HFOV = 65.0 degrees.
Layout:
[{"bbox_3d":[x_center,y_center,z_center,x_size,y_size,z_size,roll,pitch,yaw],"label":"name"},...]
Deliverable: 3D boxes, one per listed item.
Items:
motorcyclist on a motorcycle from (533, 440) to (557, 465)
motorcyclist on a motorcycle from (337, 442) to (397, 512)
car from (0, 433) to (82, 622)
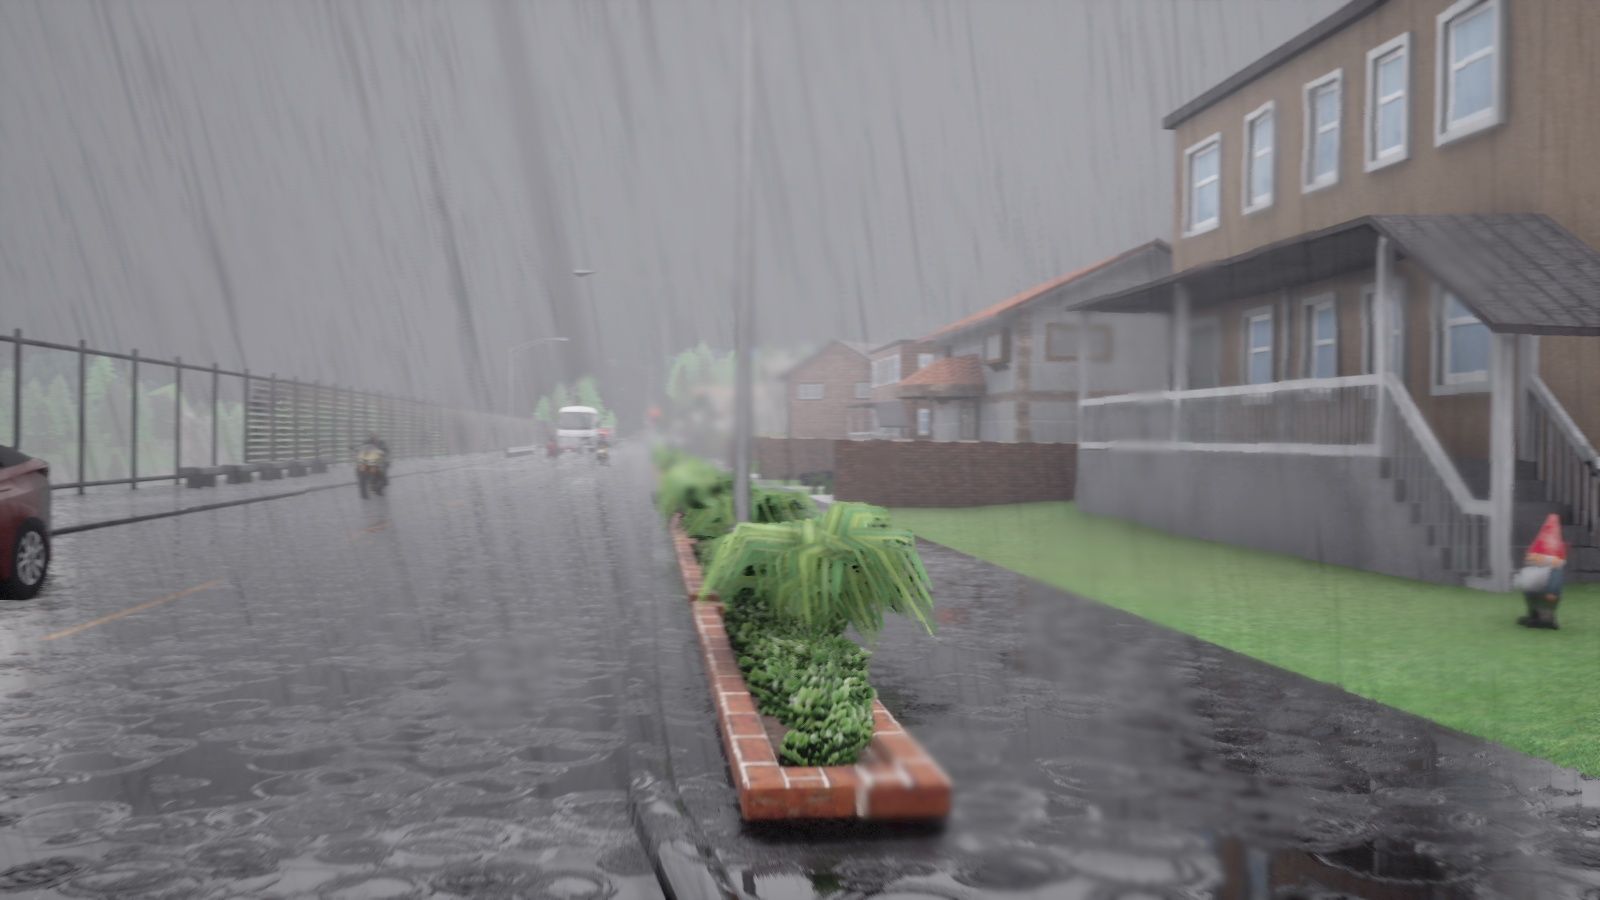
[{"bbox_3d":[-15.912,0.136,78.341,0.797,1.523,2.044,1,1,9],"label":"motorcyclist on a motorcycle"},{"bbox_3d":[-9.866,0.576,28.686,0.866,1.530,2.191,0,0,-7],"label":"motorcyclist on a motorcycle"},{"bbox_3d":[-7.354,0.638,9.255,2.007,1.525,4.514,0,0,-7],"label":"car"}]
